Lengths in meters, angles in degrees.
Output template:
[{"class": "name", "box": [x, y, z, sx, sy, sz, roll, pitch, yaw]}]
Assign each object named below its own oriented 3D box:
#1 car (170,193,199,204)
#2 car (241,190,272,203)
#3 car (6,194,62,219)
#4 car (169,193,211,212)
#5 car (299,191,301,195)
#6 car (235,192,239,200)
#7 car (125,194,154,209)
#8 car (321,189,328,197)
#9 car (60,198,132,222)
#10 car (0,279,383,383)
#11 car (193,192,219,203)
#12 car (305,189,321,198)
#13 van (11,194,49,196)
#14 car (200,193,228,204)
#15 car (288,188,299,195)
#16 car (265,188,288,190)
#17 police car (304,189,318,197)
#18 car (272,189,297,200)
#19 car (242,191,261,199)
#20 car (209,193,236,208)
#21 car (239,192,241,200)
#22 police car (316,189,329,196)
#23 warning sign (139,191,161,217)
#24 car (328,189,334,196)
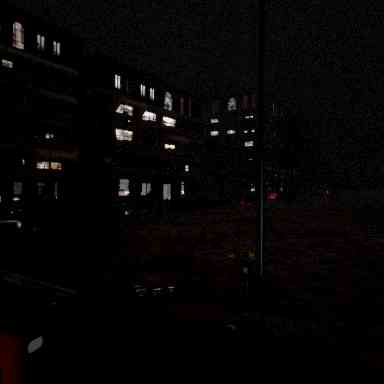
[{"class": "car", "box": [-0.969, 0.909, 46.821, 1.947, 1.339, 4.313, 2, 2, 35]}, {"class": "car", "box": [9.090, 0.876, 46.635, 2.008, 1.369, 4.403, 2, 2, 35]}, {"class": "car", "box": [-11.884, 1.229, 26.504, 1.837, 1.490, 4.892, 1, 1, 35]}, {"class": "car", "box": [-0.412, 1.131, 32.893, 1.887, 1.381, 4.507, 2, 2, 35]}, {"class": "car", "box": [27.536, 0.113, 88.046, 1.887, 1.381, 4.507, 2, 2, 35]}, {"class": "car", "box": [8.533, 0.649, 60.563, 1.947, 1.339, 4.313, 2, 2, 35]}, {"class": "car", "box": [-6.097, 1.042, 34.867, 1.882, 1.535, 5.008, 1, 2, 34]}, {"class": "car", "box": [28.094, 0.359, 74.118, 2.008, 1.369, 4.403, 2, 2, 35]}, {"class": "car", "box": [-6.746, 1.328, 23.734, 1.947, 1.339, 4.313, 2, 2, 35]}, {"class": "car", "box": [-0.330, 1.544, 3.102, 4.507, 1.381, 1.887, 0, 0, 35]}, {"class": "car", "box": [2.198, 0.807, 51.401, 2.008, 1.369, 4.403, 2, 2, 35]}, {"class": "car", "box": [24.928, 0.445, 69.539, 2.008, 1.369, 4.403, 2, 2, 35]}, {"class": "van", "box": [-13.636, 1.035, 28.493, 1.690, 1.788, 3.998, 2, 2, 35]}, {"class": "car", "box": [3.231, 0.909, 48.304, 1.895, 1.301, 4.718, 1, 1, 35]}, {"class": "car", "box": [24.371, -0.031, 83.459, 2.192, 1.841, 5.009, 2, 2, 35]}, {"class": "car", "box": [15.396, 0.550, 60.335, 1.882, 1.535, 5.008, 1, 1, 35]}, {"class": "police car", "box": [27.449, 0.189, 76.729, 1.930, 1.638, 5.238, 0, 1, 32]}, {"class": "car", "box": [15.522, 0.674, 55.936, 1.752, 1.417, 4.829, 2, 2, 35]}, {"class": "car", "box": [11.603, 0.524, 65.002, 1.752, 1.417, 4.829, 2, 2, 35]}, {"class": "car", "box": [2.756, 1.050, 37.474, 2.008, 1.369, 4.403, 2, 2, 35]}, {"class": "car", "box": [9.593, 0.832, 51.941, 1.895, 1.301, 4.718, 1, 1, 35]}, {"class": "police car", "box": [33.259, 0.037, 84.870, 1.930, 1.638, 5.238, 1, 1, 34]}, {"class": "warning sign", "box": [-3.130, 0.851, 24.821, 1.300, 1.860, 1.060, -1, 0, 35]}, {"class": "car", "box": [34.430, 0.077, 83.277, 1.967, 1.590, 4.097, 2, 2, 35]}]
